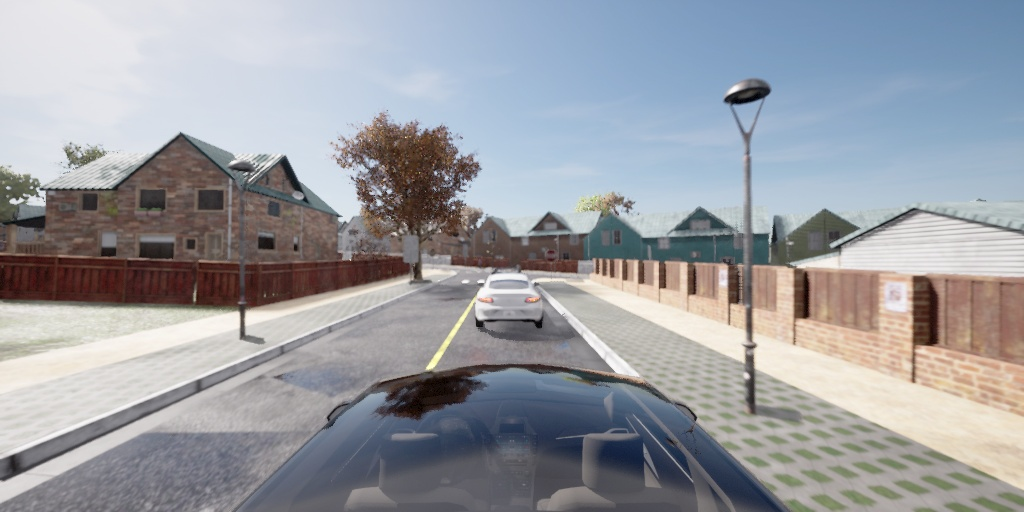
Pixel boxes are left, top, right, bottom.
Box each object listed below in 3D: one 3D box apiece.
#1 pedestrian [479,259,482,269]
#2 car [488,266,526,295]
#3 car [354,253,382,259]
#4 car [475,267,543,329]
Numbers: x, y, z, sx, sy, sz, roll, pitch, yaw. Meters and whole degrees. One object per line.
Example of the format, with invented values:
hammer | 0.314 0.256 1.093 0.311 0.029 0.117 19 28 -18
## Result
pedestrian | -3.998 0.924 45.076 0.375 1.300 0.375 -1 -4 31
car | -0.238 1.275 20.014 1.895 1.301 4.718 0 0 0
car | -18.602 0.395 46.997 5.008 1.535 1.882 2 0 31
car | -0.099 1.239 11.036 1.812 1.442 4.674 0 0 -1
